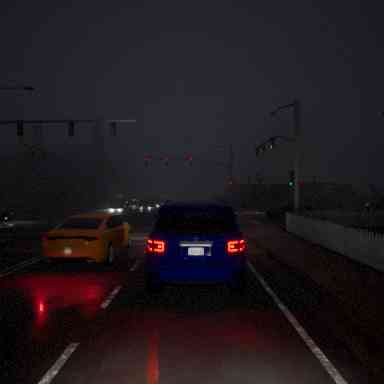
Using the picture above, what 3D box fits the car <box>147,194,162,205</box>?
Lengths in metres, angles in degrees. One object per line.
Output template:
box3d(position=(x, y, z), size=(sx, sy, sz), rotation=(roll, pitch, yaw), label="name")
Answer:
box3d(position=(-6.911, 1.352, 61.686), size=(2.097, 1.767, 4.553), rotation=(0, 0, 0), label="car")

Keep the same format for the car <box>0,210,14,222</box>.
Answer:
box3d(position=(-16.217, 1.547, 24.615), size=(5.357, 1.411, 2.033), rotation=(0, 0, 4), label="car")

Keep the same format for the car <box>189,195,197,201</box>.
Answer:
box3d(position=(0.221, 1.540, 88.985), size=(2.033, 1.411, 5.357), rotation=(0, 0, 0), label="car")

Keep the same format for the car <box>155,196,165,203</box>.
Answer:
box3d(position=(-6.822, 1.524, 71.685), size=(1.812, 1.442, 4.674), rotation=(0, 0, 0), label="car")

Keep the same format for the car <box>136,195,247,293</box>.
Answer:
box3d(position=(0.085, 1.221, 8.996), size=(2.150, 2.045, 5.566), rotation=(0, 0, 0), label="car")

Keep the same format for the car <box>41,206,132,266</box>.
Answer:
box3d(position=(-3.395, 1.478, 11.619), size=(1.882, 1.535, 5.008), rotation=(0, 0, 0), label="car")

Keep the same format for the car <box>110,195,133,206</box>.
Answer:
box3d(position=(-10.477, 1.492, 48.207), size=(2.128, 1.511, 4.902), rotation=(0, 0, 0), label="car")

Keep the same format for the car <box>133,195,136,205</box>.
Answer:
box3d(position=(-10.436, 1.352, 57.419), size=(2.097, 1.767, 4.553), rotation=(0, 0, 0), label="car")

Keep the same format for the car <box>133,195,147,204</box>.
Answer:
box3d(position=(-10.354, 1.478, 66.688), size=(1.882, 1.535, 5.008), rotation=(0, 0, 1), label="car")

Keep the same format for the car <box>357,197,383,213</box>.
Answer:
box3d(position=(20.518, 1.352, 36.268), size=(4.553, 1.767, 2.097), rotation=(0, 0, -1), label="car")

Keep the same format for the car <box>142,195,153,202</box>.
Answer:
box3d(position=(-10.309, 1.524, 76.943), size=(1.812, 1.442, 4.674), rotation=(0, 0, 0), label="car")

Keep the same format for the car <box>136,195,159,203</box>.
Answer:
box3d(position=(-6.966, 1.547, 52.205), size=(2.033, 1.411, 5.357), rotation=(0, 0, 0), label="car")

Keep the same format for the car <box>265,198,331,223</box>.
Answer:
box3d(position=(8.107, 1.477, 25.303), size=(5.008, 1.535, 1.882), rotation=(0, 0, -1), label="car")
